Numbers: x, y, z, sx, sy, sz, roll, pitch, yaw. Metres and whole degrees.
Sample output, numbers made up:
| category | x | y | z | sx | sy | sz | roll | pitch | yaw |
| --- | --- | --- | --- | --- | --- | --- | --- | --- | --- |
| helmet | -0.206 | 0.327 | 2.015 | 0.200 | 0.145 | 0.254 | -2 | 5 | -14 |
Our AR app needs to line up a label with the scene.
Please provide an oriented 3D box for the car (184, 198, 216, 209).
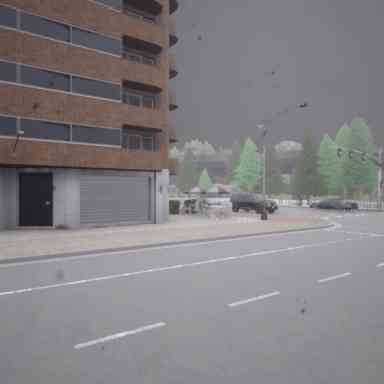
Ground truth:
| category | x | y | z | sx | sy | sz | roll | pitch | yaw |
| --- | --- | --- | --- | --- | --- | --- | --- | --- | --- |
| car | 0.662 | 1.508 | 42.538 | 1.994 | 1.385 | 4.181 | 0 | 0 | -39 |

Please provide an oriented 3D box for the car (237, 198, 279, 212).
| category | x | y | z | sx | sy | sz | roll | pitch | yaw |
| --- | --- | --- | --- | --- | --- | --- | --- | --- | --- |
| car | 7.638 | 1.449 | 39.147 | 1.837 | 1.490 | 4.892 | 0 | 0 | -37 |

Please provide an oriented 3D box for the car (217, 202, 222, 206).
| category | x | y | z | sx | sy | sz | roll | pitch | yaw |
| --- | --- | --- | --- | --- | --- | --- | --- | --- | --- |
| car | 2.009 | 1.545 | 46.503 | 1.895 | 1.301 | 4.718 | 0 | 0 | -41 |

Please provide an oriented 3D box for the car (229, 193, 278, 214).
| category | x | y | z | sx | sy | sz | roll | pitch | yaw |
| --- | --- | --- | --- | --- | --- | --- | --- | --- | --- |
| car | 6.328 | 1.166 | 35.031 | 2.150 | 2.045 | 5.566 | 0 | 0 | -38 |

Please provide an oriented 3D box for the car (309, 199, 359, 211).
| category | x | y | z | sx | sy | sz | roll | pitch | yaw |
| --- | --- | --- | --- | --- | --- | --- | --- | --- | --- |
| car | 16.613 | 1.491 | 39.117 | 2.033 | 1.411 | 5.357 | 0 | 0 | -36 |

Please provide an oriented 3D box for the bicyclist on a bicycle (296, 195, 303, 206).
| category | x | y | z | sx | sy | sz | roll | pitch | yaw |
| --- | --- | --- | --- | --- | --- | --- | --- | --- | --- |
| bicyclist on a bicycle | 15.345 | 1.245 | 47.341 | 1.656 | 1.620 | 0.582 | 0 | 0 | -36 |
